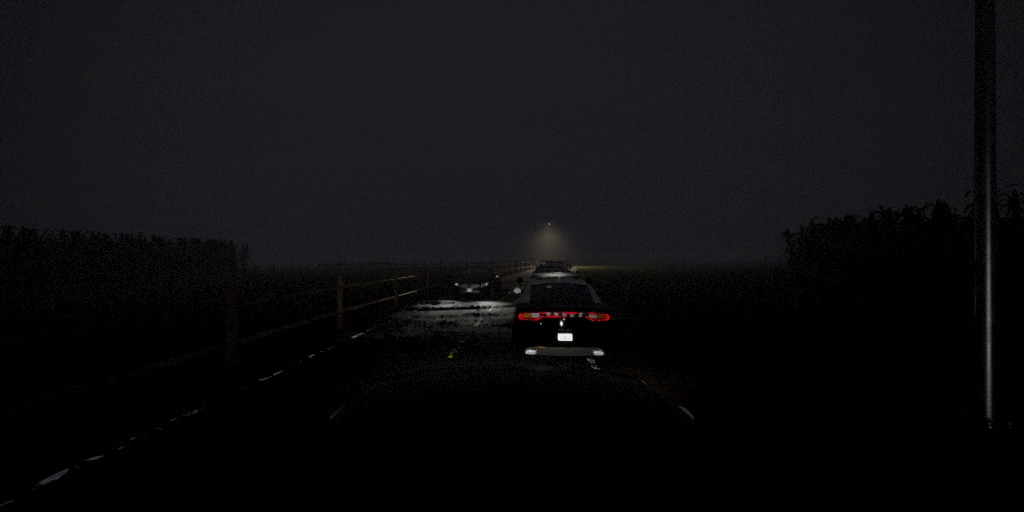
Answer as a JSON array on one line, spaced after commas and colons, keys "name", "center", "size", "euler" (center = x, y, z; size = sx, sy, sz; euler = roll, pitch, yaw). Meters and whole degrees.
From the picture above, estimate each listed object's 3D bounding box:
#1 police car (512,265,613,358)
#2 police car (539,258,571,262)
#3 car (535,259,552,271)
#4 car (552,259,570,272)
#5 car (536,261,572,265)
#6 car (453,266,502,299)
[{"name": "police car", "center": [1.053, 1.173, 8.661], "size": [1.930, 1.638, 5.238], "euler": [0, 0, 3]}, {"name": "police car", "center": [2.845, 1.159, 24.311], "size": [1.930, 1.638, 5.238], "euler": [0, 0, 10]}, {"name": "car", "center": [4.460, 1.231, 50.630], "size": [1.812, 1.442, 4.674], "euler": [0, 0, 11]}, {"name": "car", "center": [6.203, 1.188, 45.298], "size": [1.882, 1.535, 5.008], "euler": [0, 0, 12]}, {"name": "car", "center": [1.959, 1.218, 18.357], "size": [1.882, 1.535, 5.008], "euler": [0, 0, 7]}, {"name": "car", "center": [-1.632, 1.267, 18.409], "size": [1.812, 1.442, 4.674], "euler": [0, 0, 7]}]
